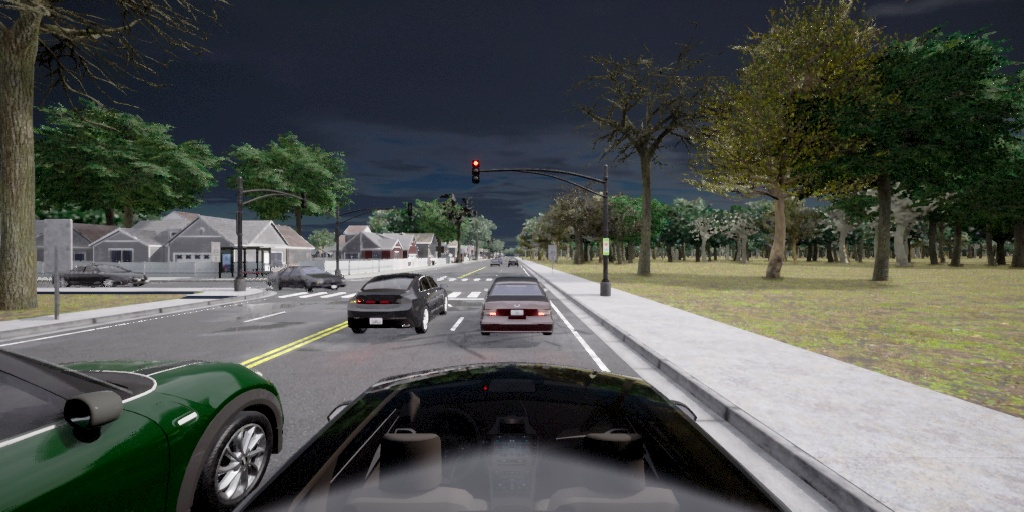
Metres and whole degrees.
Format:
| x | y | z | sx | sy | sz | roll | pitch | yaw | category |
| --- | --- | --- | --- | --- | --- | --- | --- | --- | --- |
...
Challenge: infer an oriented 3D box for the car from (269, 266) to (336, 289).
| x | y | z | sx | sy | sz | roll | pitch | yaw | category |
| --- | --- | --- | --- | --- | --- | --- | --- | --- | --- |
| -12.035 | 1.307 | 20.882 | 5.357 | 1.411 | 2.033 | 0 | 0 | 29 | car |

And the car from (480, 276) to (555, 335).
| x | y | z | sx | sy | sz | roll | pitch | yaw | category |
| --- | --- | --- | --- | --- | --- | --- | --- | --- | --- |
| 0.118 | 1.297 | 10.429 | 2.033 | 1.411 | 5.357 | 0 | 0 | 0 | car |

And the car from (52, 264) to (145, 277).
| x | y | z | sx | sy | sz | roll | pitch | yaw | category |
| --- | --- | --- | --- | --- | --- | --- | --- | --- | --- |
| -26.264 | 1.291 | 22.956 | 4.892 | 1.490 | 1.837 | 0 | 0 | 1 | car |

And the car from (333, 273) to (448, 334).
| x | y | z | sx | sy | sz | roll | pitch | yaw | category |
| --- | --- | --- | --- | --- | --- | --- | --- | --- | --- |
| -3.138 | 1.254 | 10.682 | 1.837 | 1.490 | 4.892 | 0 | 0 | 0 | car |

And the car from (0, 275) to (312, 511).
| x | y | z | sx | sy | sz | roll | pitch | yaw | category |
| --- | --- | --- | --- | --- | --- | --- | --- | --- | --- |
| -3.150 | 1.102 | 1.436 | 2.097 | 1.767 | 4.553 | 0 | 0 | 0 | car |
